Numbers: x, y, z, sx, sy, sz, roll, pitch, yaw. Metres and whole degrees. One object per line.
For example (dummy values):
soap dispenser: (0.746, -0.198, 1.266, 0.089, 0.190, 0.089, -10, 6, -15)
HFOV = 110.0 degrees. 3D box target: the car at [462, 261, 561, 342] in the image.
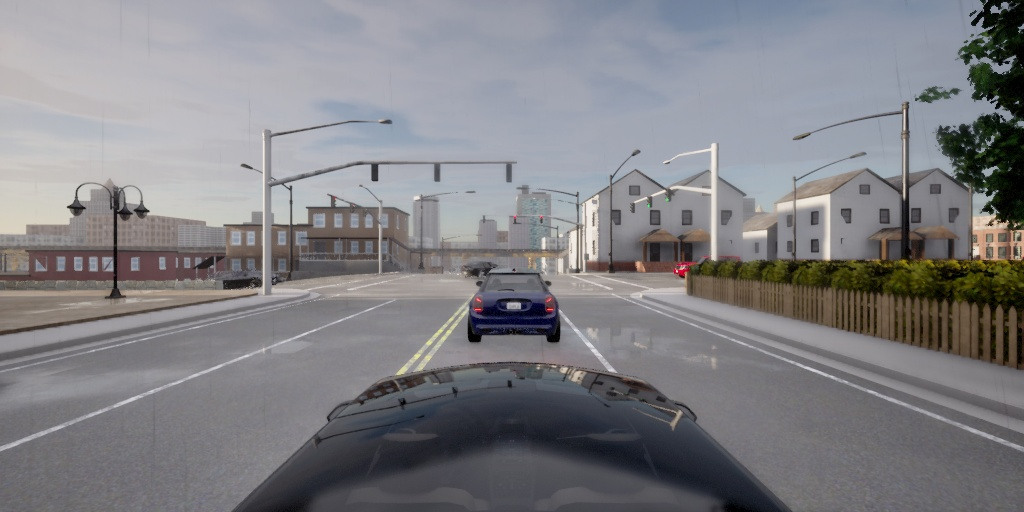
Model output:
car: (0.051, 1.102, 9.905, 2.097, 1.767, 4.553, 0, 0, 0)

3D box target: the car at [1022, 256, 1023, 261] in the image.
car: (42.772, 0.971, 27.757, 5.566, 2.045, 2.150, 0, 0, -1)

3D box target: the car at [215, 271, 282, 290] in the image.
car: (-19.669, 1.769, 26.717, 4.181, 1.385, 1.994, -4, 0, -1)

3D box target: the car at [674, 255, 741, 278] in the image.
car: (17.029, 0.971, 31.031, 5.566, 2.045, 2.150, 0, 0, -1)
